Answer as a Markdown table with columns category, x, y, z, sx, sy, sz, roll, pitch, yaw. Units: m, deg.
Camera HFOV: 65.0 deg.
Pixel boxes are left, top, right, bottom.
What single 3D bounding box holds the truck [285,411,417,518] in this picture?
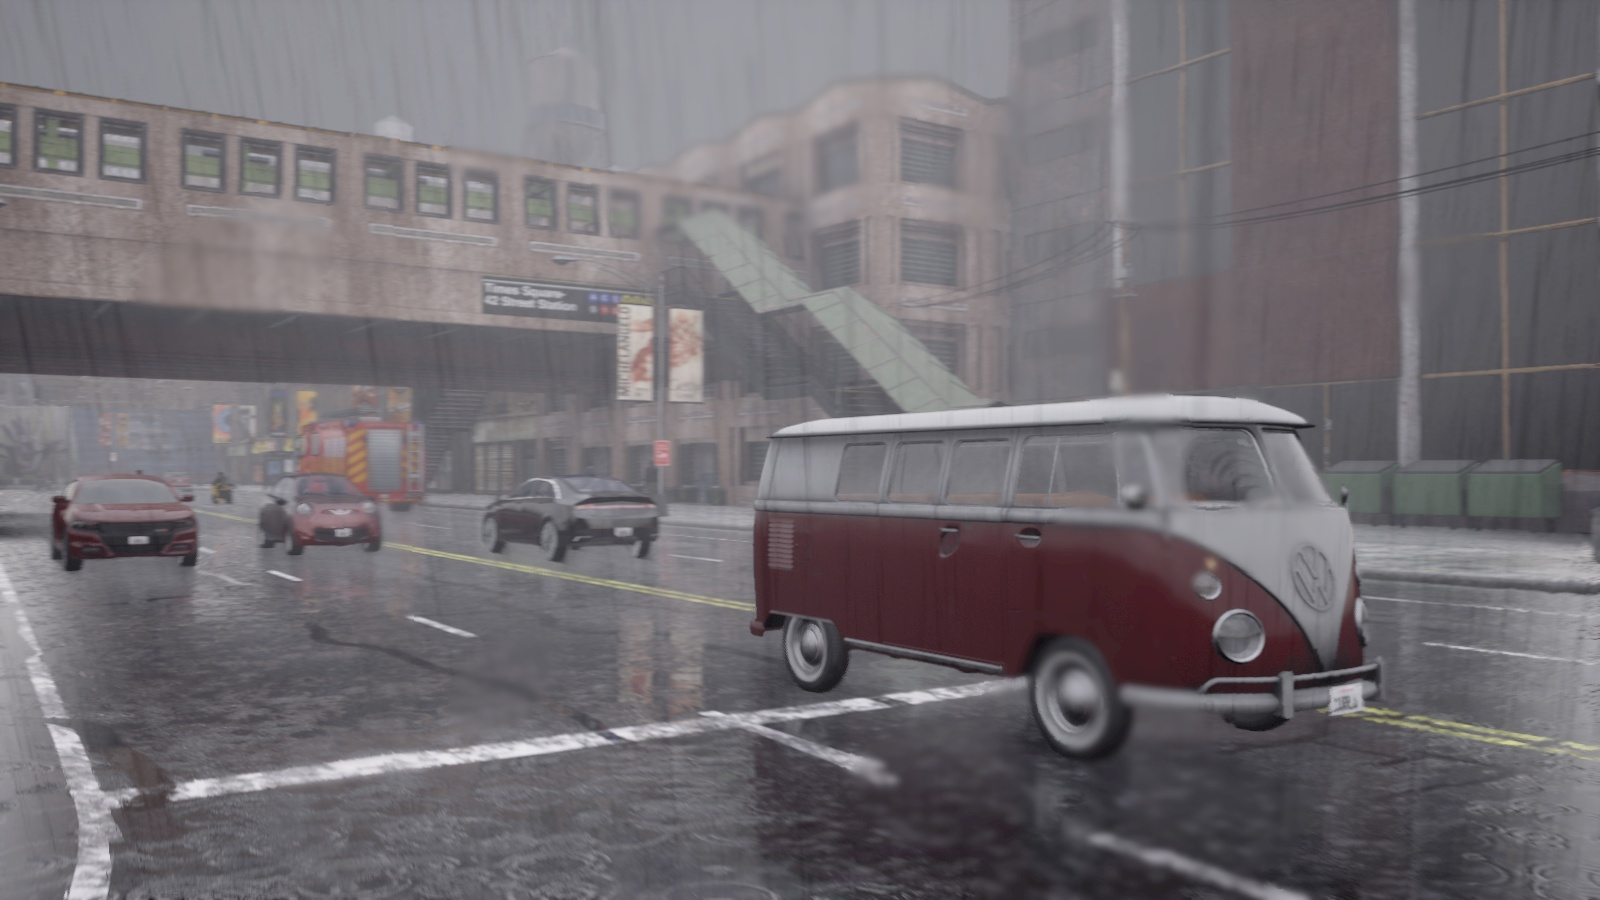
| category | x | y | z | sx | sy | sz | roll | pitch | yaw |
| --- | --- | --- | --- | --- | --- | --- | --- | --- | --- |
| truck | -17.738 | 0.612 | 49.235 | 2.891 | 3.827 | 8.468 | 0 | -1 | -34 |

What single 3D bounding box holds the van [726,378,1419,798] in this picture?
| category | x | y | z | sx | sy | sz | roll | pitch | yaw |
| --- | --- | --- | --- | --- | --- | --- | --- | --- | --- |
| van | 1.423 | 0.698 | 8.278 | 1.775 | 1.987 | 4.442 | 0 | -1 | -34 |

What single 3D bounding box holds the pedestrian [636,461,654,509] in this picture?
| category | x | y | z | sx | sy | sz | roll | pitch | yaw |
| --- | --- | --- | --- | --- | --- | --- | --- | --- | --- |
| pedestrian | -5.990 | 1.335 | 48.551 | 0.431 | 1.840 | 0.703 | 0 | -1 | -33 |

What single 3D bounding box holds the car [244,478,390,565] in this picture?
| category | x | y | z | sx | sy | sz | roll | pitch | yaw |
| --- | --- | --- | --- | --- | --- | --- | --- | --- | --- |
| car | -9.351 | 1.306 | 24.173 | 1.845 | 1.501 | 3.633 | 0 | -1 | -34 |

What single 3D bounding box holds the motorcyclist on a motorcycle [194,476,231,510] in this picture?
| category | x | y | z | sx | sy | sz | roll | pitch | yaw |
| --- | --- | --- | --- | --- | --- | --- | --- | --- | --- |
| motorcyclist on a motorcycle | -27.003 | 1.970 | 57.735 | 2.044 | 1.523 | 0.797 | -1 | -2 | 42 |

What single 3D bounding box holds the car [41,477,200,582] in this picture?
| category | x | y | z | sx | sy | sz | roll | pitch | yaw |
| --- | --- | --- | --- | --- | --- | --- | --- | --- | --- |
| car | -11.598 | 1.237 | 21.250 | 1.882 | 1.535 | 5.008 | 0 | -1 | -34 |

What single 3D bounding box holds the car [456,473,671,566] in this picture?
| category | x | y | z | sx | sy | sz | roll | pitch | yaw |
| --- | --- | --- | --- | --- | --- | --- | --- | --- | --- |
| car | -4.495 | 1.196 | 23.247 | 2.128 | 1.511 | 4.902 | 0 | -1 | -34 |
